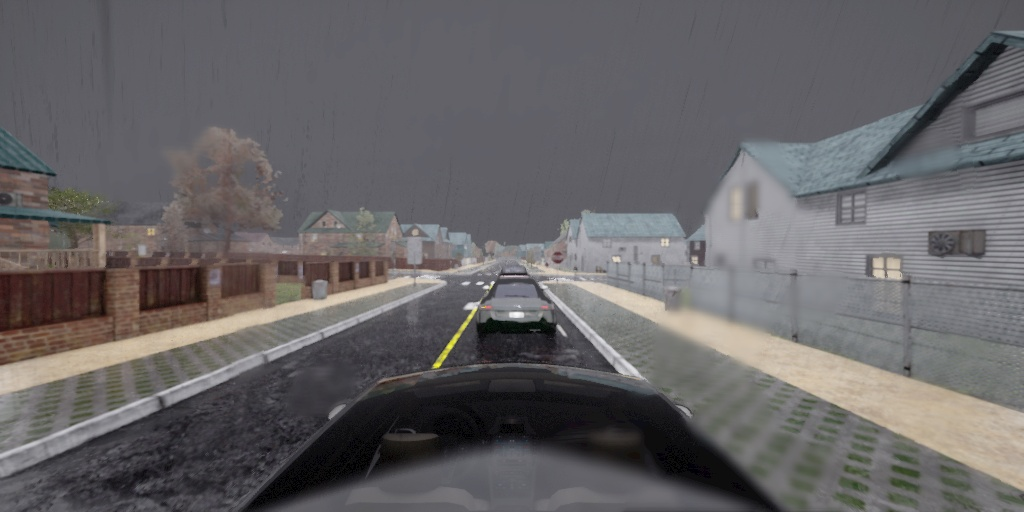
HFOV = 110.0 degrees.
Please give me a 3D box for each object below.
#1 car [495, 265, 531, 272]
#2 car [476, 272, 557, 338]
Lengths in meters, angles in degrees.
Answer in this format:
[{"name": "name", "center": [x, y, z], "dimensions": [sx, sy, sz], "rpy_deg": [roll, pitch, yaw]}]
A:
[{"name": "car", "center": [0.074, 1.252, 20.313], "dimensions": [2.128, 1.511, 4.902], "rpy_deg": [0, 0, -1]}, {"name": "car", "center": [0.104, 1.318, 10.219], "dimensions": [1.994, 1.385, 4.181], "rpy_deg": [0, 0, 0]}]
